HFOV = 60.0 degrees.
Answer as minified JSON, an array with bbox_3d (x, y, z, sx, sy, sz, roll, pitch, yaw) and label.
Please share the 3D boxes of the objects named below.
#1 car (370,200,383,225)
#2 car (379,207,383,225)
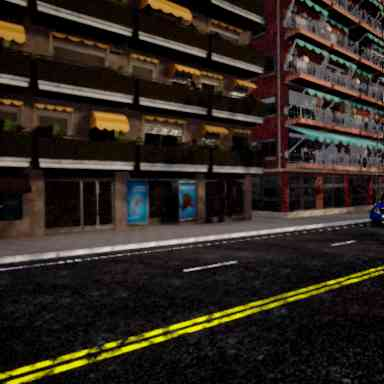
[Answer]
[{"bbox_3d":[14.019,1.125,22.074,5.566,2.045,2.150,0,0,-37],"label":"car"},{"bbox_3d":[7.025,1.310,8.521,4.553,1.767,2.097,0,0,-36],"label":"car"}]
